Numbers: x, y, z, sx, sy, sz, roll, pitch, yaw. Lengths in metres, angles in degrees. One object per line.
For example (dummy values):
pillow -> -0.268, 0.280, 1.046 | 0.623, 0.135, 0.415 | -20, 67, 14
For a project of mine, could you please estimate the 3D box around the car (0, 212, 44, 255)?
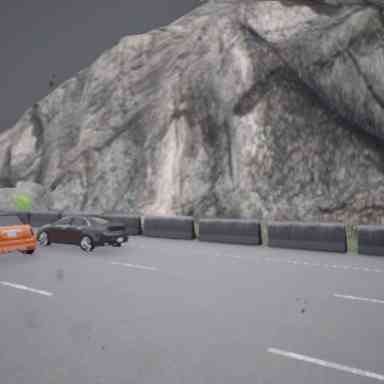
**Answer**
car -> -8.252, 1.566, 13.073 | 4.553, 1.767, 2.097 | 0, -1, 32

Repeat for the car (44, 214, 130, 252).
car -> -5.054, 1.766, 15.192 | 4.892, 1.490, 1.837 | 0, -1, 32
